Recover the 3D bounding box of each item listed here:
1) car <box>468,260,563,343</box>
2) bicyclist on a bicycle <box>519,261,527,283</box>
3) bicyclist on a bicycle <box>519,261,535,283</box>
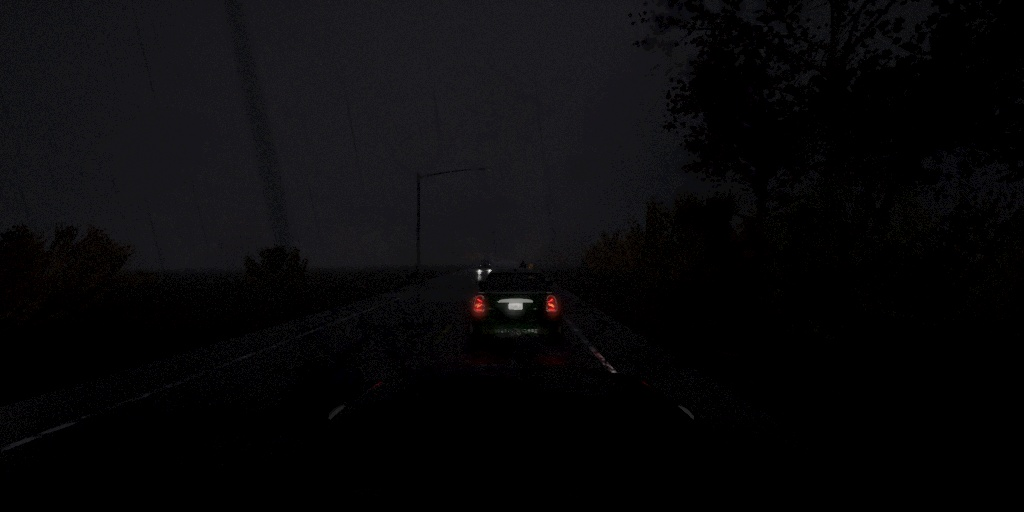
[{"bbox_3d":[0.072,1.099,9.808,2.097,1.767,4.553,0,0,0],"label":"car"},{"bbox_3d":[0.839,1.193,27.269,0.582,1.620,1.656,0,0,0],"label":"bicyclist on a bicycle"},{"bbox_3d":[0.903,1.181,17.152,0.866,1.612,1.509,0,0,0],"label":"bicyclist on a bicycle"}]
